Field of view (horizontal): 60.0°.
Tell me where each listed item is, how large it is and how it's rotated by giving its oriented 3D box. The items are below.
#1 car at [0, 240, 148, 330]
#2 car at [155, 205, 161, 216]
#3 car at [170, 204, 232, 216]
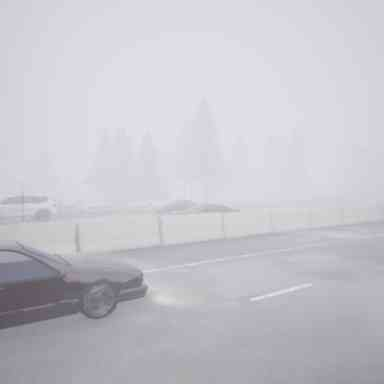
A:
[{"bbox_3d":[-3.470,1.547,5.570,5.357,1.411,2.033,0,0,-35],"label":"car"},{"bbox_3d":[-1.230,1.313,28.781,4.674,1.442,1.812,0,0,-35],"label":"car"},{"bbox_3d":[0.866,1.463,21.706,5.008,1.535,1.882,0,0,-35],"label":"car"}]
